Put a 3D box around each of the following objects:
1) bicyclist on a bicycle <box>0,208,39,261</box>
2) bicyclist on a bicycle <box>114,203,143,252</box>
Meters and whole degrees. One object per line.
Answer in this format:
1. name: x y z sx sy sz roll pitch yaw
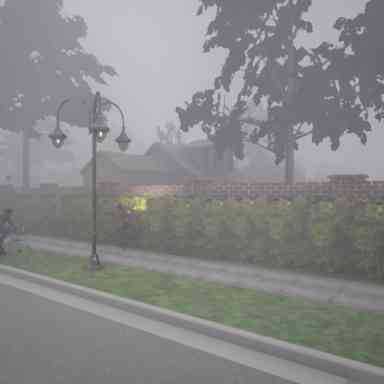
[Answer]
1. bicyclist on a bicycle: -5.693 1.331 10.126 1.656 1.620 0.582 -1 -1 5
2. bicyclist on a bicycle: -2.304 1.159 11.938 0.582 1.620 1.656 -7 34 33
